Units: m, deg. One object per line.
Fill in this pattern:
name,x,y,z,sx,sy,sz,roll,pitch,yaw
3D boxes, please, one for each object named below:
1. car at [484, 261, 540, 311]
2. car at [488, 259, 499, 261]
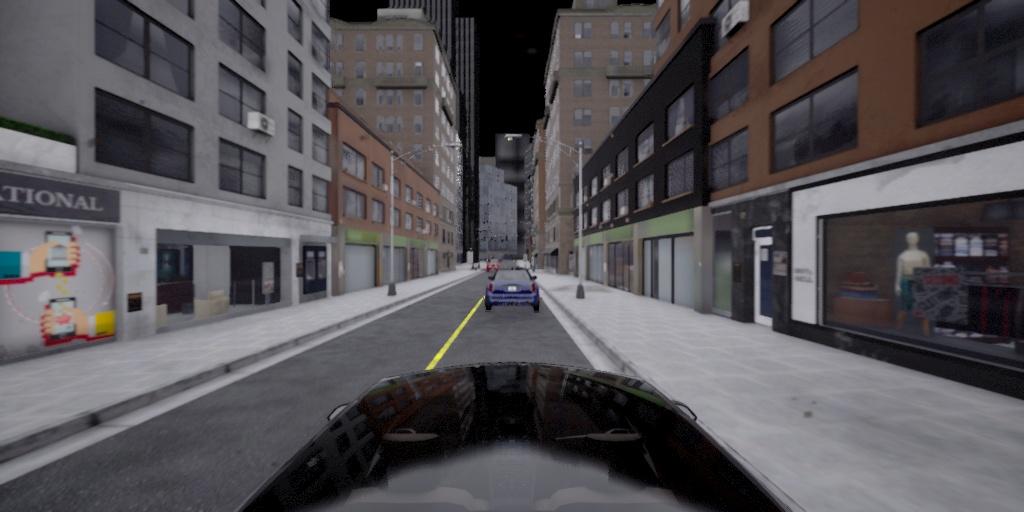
car,0.028,1.239,15.265,2.097,1.767,4.553,0,-1,1
car,-2.979,1.556,58.373,2.150,2.045,5.566,0,-1,0
